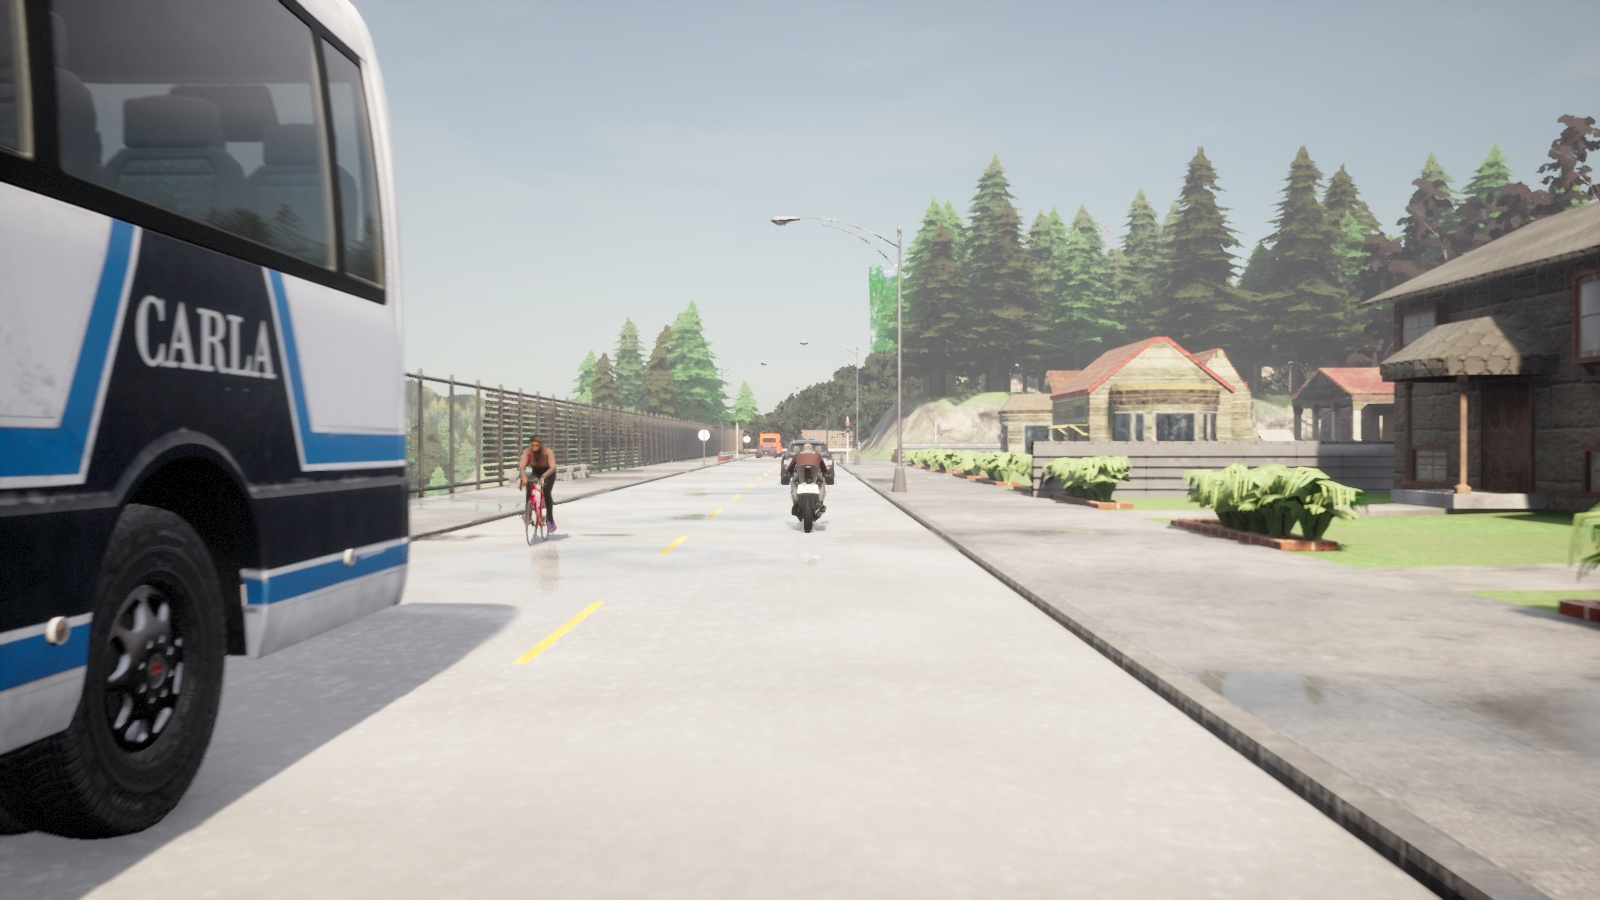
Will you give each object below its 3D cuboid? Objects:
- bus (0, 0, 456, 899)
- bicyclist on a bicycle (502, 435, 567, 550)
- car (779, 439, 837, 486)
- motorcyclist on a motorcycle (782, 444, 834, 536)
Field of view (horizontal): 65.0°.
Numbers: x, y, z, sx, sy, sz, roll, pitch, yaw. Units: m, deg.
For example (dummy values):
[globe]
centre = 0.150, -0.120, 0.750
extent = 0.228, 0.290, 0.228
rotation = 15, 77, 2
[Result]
[bus]
centre = -3.972, -0.645, 2.063
extent = 3.944, 4.253, 10.273
rotation = 0, 0, 0
[bicyclist on a bicycle]
centre = -3.880, 0.592, 18.457
extent = 0.582, 1.620, 1.656
rotation = 0, 1, 0
[car]
centre = 0.280, 0.414, 46.595
extent = 2.033, 1.649, 4.856
rotation = 0, 0, 0
[motorcyclist on a motorcycle]
centre = 0.140, 0.658, 21.889
extent = 0.866, 1.530, 2.191
rotation = 0, 0, 0
